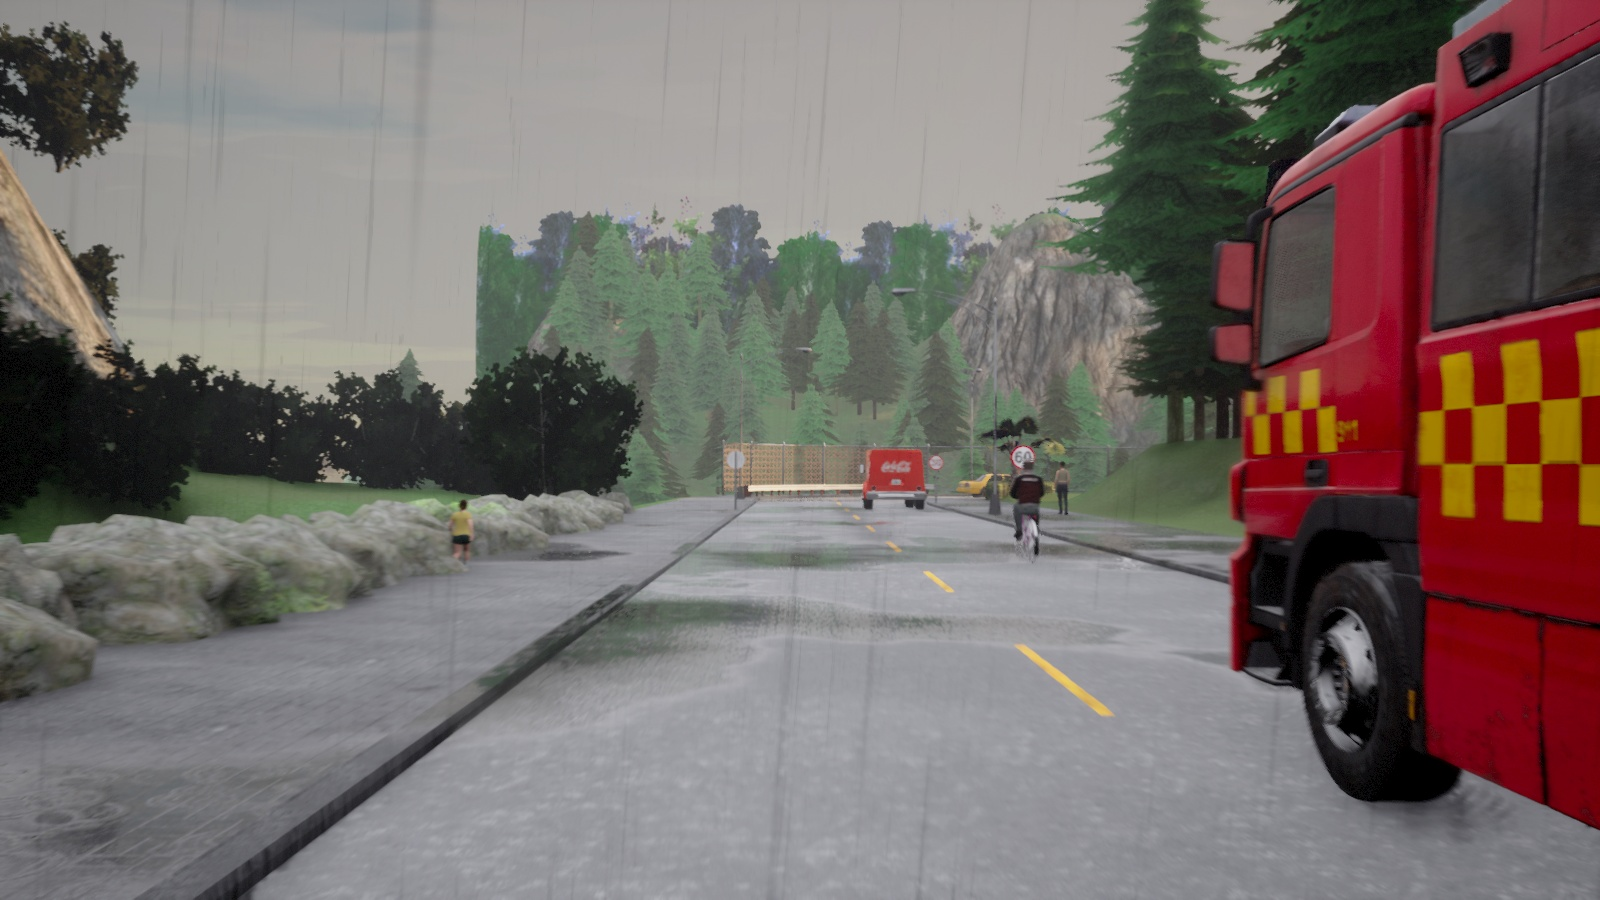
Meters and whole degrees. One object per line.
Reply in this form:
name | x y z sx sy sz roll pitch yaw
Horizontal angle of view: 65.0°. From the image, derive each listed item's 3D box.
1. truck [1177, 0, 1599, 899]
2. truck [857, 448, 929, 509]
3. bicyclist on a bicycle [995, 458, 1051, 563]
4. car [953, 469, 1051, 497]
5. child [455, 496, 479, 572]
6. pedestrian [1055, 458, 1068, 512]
truck | 3.986 -0.297 4.168 2.891 3.827 8.468 0 -1 0
truck | 3.876 1.202 53.461 2.627 2.467 5.204 0 -1 0
bicyclist on a bicycle | 3.947 1.041 22.320 0.659 1.776 1.843 0 -1 0
car | 11.837 1.934 73.575 5.366 1.575 1.801 0 -1 -9
child | -4.909 1.233 18.518 0.255 1.110 0.394 0 -1 -3
pedestrian | 9.013 1.210 43.290 0.345 1.836 0.594 0 -1 5
